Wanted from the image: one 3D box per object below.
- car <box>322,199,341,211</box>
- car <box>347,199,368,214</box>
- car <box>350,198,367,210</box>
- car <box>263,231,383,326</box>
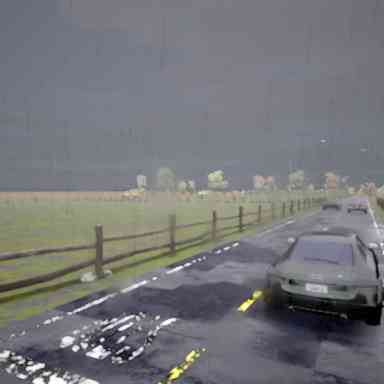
[{"bbox_3d":[16.717,1.559,39.758,1.895,1.301,4.718,0,0,27],"label":"car"},{"bbox_3d":[17.570,1.511,35.302,2.033,1.411,5.357,0,0,28],"label":"car"},{"bbox_3d":[22.077,1.558,44.124,1.895,1.301,4.718,0,0,27],"label":"car"},{"bbox_3d":[2.976,1.556,7.267,1.994,1.385,4.181,0,0,27],"label":"car"}]
